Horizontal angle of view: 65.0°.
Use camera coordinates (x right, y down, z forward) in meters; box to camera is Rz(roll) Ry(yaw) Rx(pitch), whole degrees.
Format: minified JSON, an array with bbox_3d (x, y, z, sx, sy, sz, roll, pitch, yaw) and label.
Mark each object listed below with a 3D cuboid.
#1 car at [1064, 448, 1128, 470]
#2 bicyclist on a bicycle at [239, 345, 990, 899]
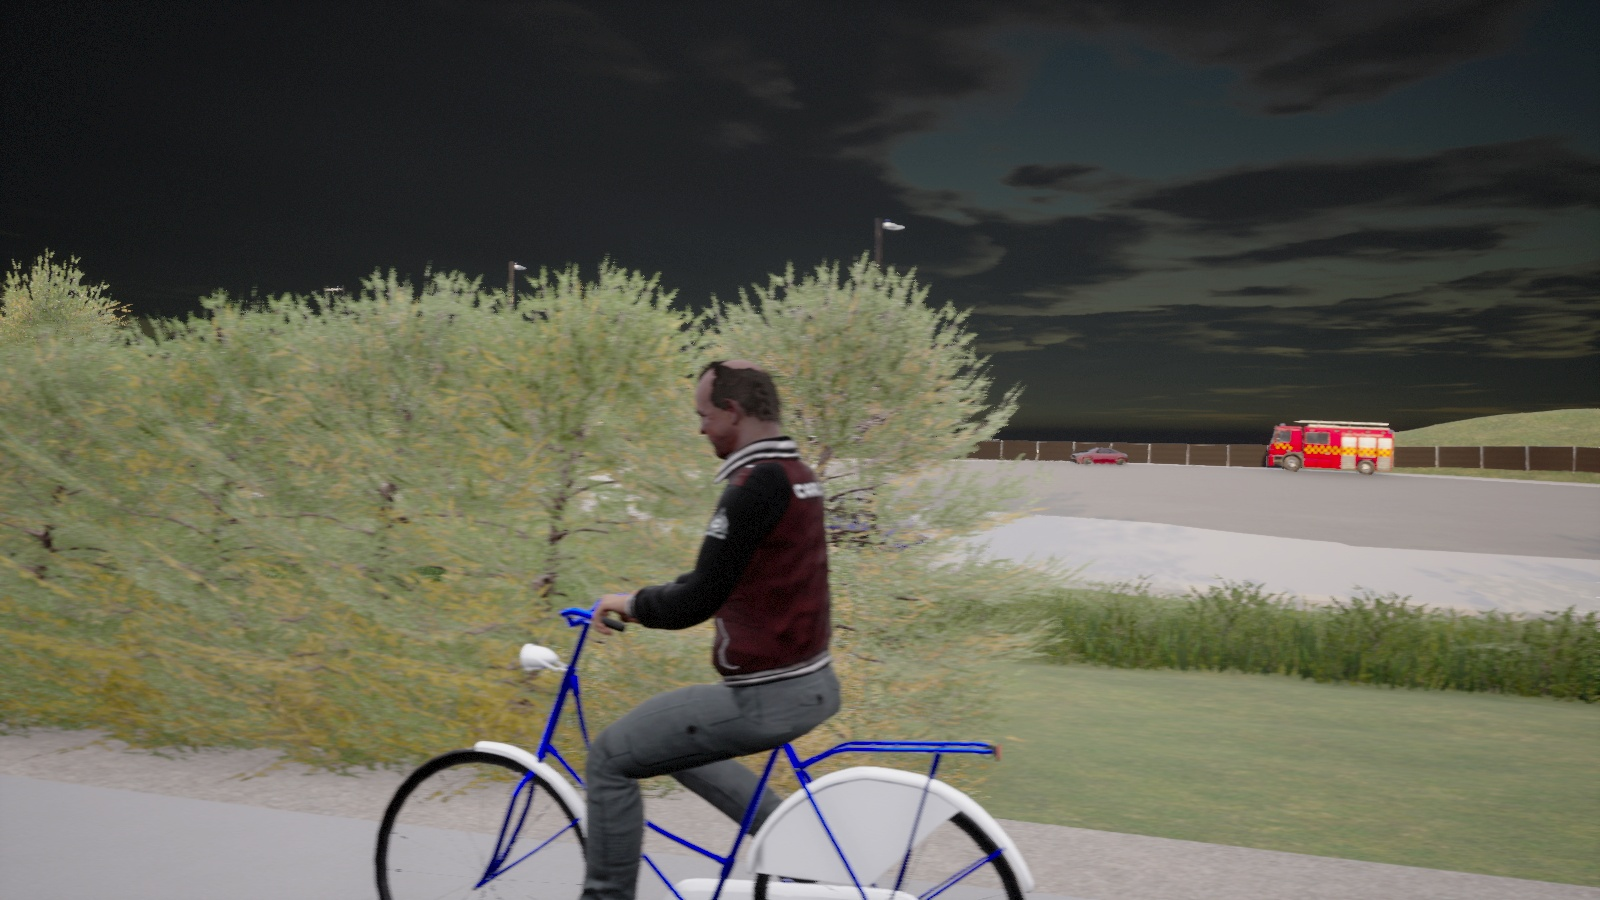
[{"bbox_3d":[22.242,0.647,94.363,4.181,1.385,1.994,2,4,-8],"label":"car"},{"bbox_3d":[-0.482,0.649,3.303,1.843,1.776,0.659,1,1,18],"label":"bicyclist on a bicycle"}]
